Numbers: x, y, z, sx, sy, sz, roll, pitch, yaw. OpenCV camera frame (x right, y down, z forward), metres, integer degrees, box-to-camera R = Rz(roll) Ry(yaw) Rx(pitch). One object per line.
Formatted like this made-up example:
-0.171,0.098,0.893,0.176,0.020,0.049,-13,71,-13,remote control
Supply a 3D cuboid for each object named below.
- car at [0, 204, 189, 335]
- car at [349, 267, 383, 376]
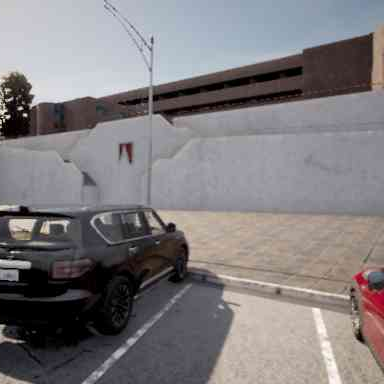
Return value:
-1.741,1.260,7.076,2.435,2.045,5.566,0,-1,16,car
3.131,1.359,3.527,2.185,1.767,4.553,0,-1,16,car
